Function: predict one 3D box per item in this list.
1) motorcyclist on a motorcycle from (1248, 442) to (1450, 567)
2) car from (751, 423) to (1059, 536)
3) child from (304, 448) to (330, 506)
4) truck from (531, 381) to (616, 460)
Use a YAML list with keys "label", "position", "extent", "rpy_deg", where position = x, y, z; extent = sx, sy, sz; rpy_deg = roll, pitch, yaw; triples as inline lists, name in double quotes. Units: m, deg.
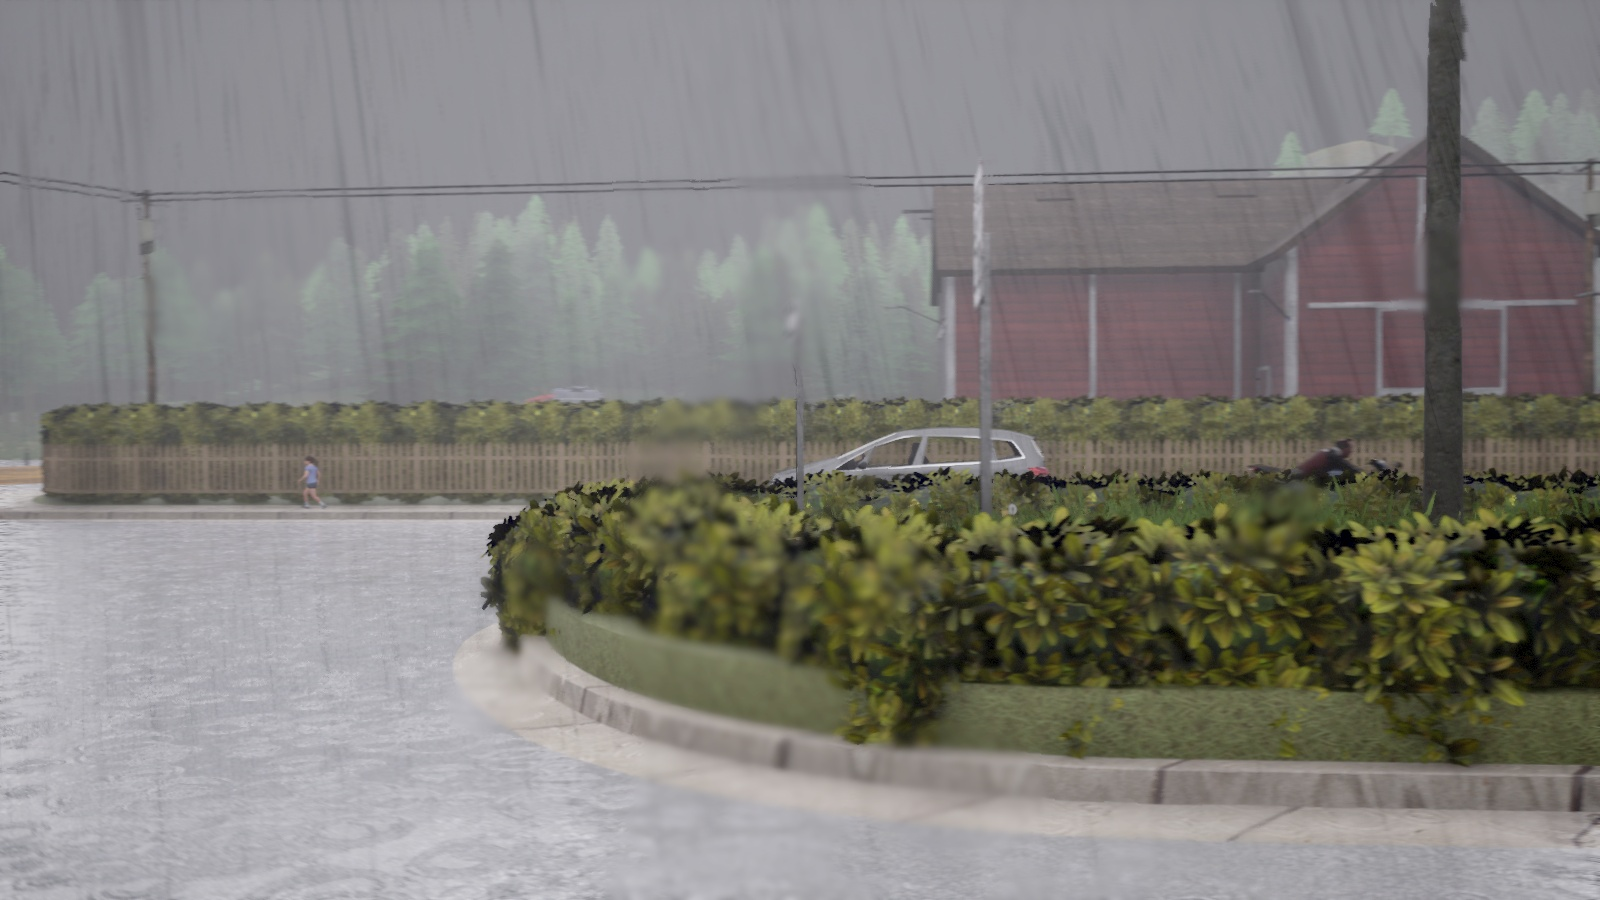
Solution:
- label: "motorcyclist on a motorcycle"
  position: [6.953, 0.670, 16.001]
  extent: [2.191, 1.530, 0.866]
  rpy_deg: [0, 1, 5]
- label: "car"
  position: [1.645, 0.415, 19.975]
  extent: [4.611, 1.667, 2.242]
  rpy_deg: [0, 1, 5]
- label: "child"
  position: [-9.402, 0.523, 24.440]
  extent: [0.394, 1.110, 0.255]
  rpy_deg: [0, 1, 0]
- label: "truck"
  position: [-11.861, -1.417, 65.104]
  extent: [2.891, 3.827, 8.468]
  rpy_deg: [0, 0, -20]
